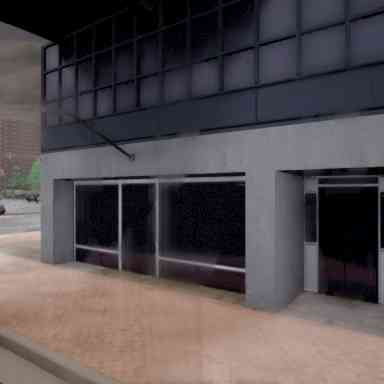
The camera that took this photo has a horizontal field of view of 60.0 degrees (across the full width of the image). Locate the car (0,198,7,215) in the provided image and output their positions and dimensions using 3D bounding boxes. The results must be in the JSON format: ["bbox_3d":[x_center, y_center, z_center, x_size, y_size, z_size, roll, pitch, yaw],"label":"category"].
[{"bbox_3d":[-17.866,1.491,27.171,2.128,1.511,4.902,0,0,36],"label":"car"}]

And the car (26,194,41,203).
[{"bbox_3d":[-30.218,1.153,64.697,4.605,1.855,1.932,0,0,35],"label":"car"}]
